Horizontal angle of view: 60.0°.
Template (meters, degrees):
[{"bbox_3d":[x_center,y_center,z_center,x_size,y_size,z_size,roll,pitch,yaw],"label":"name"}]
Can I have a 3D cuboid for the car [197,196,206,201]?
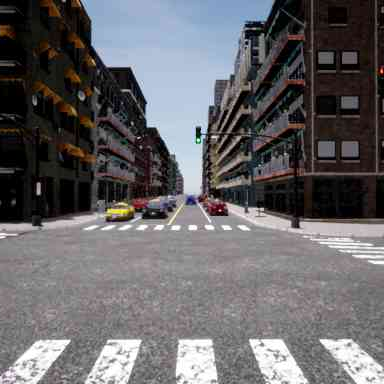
[{"bbox_3d":[2.384,1.597,82.493,1.947,1.339,4.313,1,0,0],"label":"car"}]

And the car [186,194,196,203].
[{"bbox_3d":[-0.262,1.376,69.009,2.097,1.767,4.553,0,0,0],"label":"car"}]

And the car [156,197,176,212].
[{"bbox_3d":[-3.237,1.575,38.673,1.994,1.385,4.181,0,0,0],"label":"car"}]

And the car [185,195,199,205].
[{"bbox_3d":[-0.224,1.544,59.033,1.812,1.442,4.674,0,0,0],"label":"car"}]

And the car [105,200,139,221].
[{"bbox_3d":[-5.785,1.532,27.072,1.752,1.417,4.829,1,0,0],"label":"car"}]

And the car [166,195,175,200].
[{"bbox_3d":[-6.039,1.589,93.522,2.008,1.369,4.403,1,0,0],"label":"car"}]

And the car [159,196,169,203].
[{"bbox_3d":[-5.955,1.570,71.429,1.887,1.381,4.507,1,0,0],"label":"car"}]

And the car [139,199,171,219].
[{"bbox_3d":[-3.201,1.572,29.225,1.994,1.385,4.181,0,0,0],"label":"car"}]

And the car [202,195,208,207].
[{"bbox_3d":[2.553,1.451,38.307,1.967,1.590,4.097,1,0,0],"label":"car"}]

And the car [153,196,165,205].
[{"bbox_3d":[-5.912,1.545,60.212,1.752,1.417,4.829,1,0,0],"label":"car"}]

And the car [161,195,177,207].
[{"bbox_3d":[-3.274,1.507,49.292,2.128,1.511,4.902,0,0,0],"label":"car"}]

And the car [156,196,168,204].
[{"bbox_3d":[-5.934,1.573,65.906,2.008,1.369,4.403,1,0,0],"label":"car"}]

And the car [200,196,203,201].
[{"bbox_3d":[2.510,1.597,49.353,1.802,1.307,4.206,1,0,0],"label":"car"}]

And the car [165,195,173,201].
[{"bbox_3d":[-6.017,1.560,87.828,1.752,1.417,4.829,1,0,0],"label":"car"}]

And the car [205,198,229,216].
[{"bbox_3d":[2.574,1.553,32.783,1.887,1.381,4.507,1,0,0],"label":"car"}]

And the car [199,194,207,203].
[{"bbox_3d":[2.428,1.340,71.448,2.192,1.841,5.009,1,0,0],"label":"car"}]
